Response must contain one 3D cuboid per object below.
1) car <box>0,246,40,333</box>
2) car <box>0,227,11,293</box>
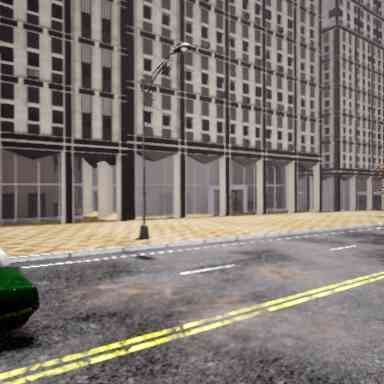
[{"bbox_3d":[-4.691,1.587,4.329,4.718,1.301,1.895,1,0,-35],"label":"car"},{"bbox_3d":[-6.589,1.587,6.969,4.718,1.301,1.895,1,0,-36],"label":"car"}]
